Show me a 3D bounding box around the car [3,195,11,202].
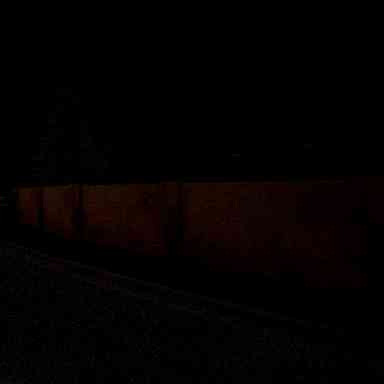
[{"bbox_3d":[-36.873,1.382,68.345,1.994,1.385,4.181,0,0,-2],"label":"car"}]
